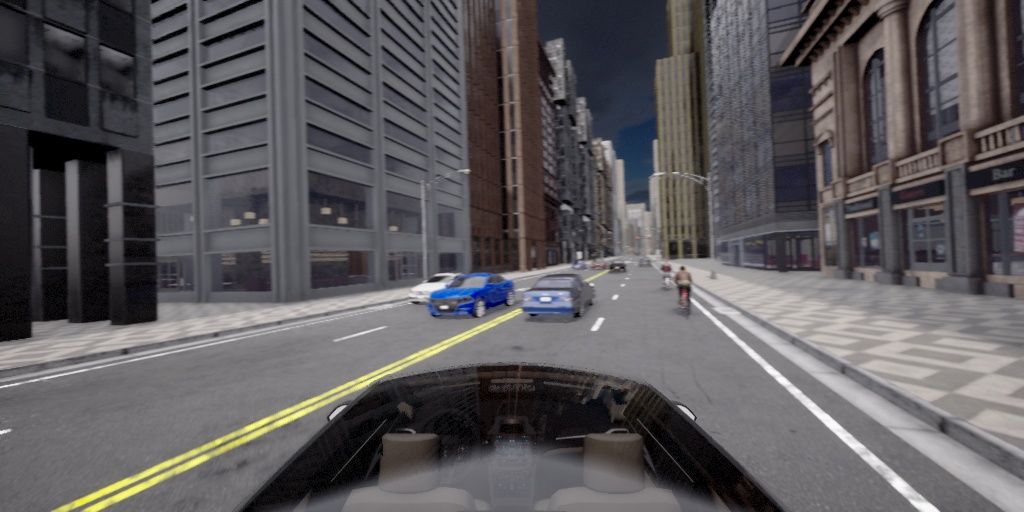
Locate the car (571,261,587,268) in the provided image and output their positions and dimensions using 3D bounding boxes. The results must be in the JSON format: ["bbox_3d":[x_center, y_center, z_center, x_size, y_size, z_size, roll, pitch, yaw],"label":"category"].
[{"bbox_3d":[10.735,1.463,57.226,1.812,1.442,4.674,-2,-1,20],"label":"car"}]

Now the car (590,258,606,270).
[{"bbox_3d":[13.097,1.175,54.250,2.097,1.767,4.553,-2,0,20],"label":"car"}]

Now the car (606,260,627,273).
[{"bbox_3d":[13.108,1.213,44.244,1.882,1.535,5.008,-2,-1,20],"label":"car"}]

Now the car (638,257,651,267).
[{"bbox_3d":[22.077,1.015,59.436,2.128,1.511,4.902,-2,-1,20],"label":"car"}]

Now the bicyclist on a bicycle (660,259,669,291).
[{"bbox_3d":[8.473,1.028,19.666,0.659,1.776,1.843,-2,-1,20],"label":"bicyclist on a bicycle"}]

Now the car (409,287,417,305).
[{"bbox_3d":[-3.362,1.605,18.518,1.812,1.442,4.674,-2,-1,20],"label":"car"}]

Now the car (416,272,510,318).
[{"bbox_3d":[-1.430,1.438,14.333,1.882,1.535,5.008,-2,-1,20],"label":"car"}]

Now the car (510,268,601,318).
[{"bbox_3d":[1.900,1.376,13.396,2.033,1.411,5.357,-2,-1,20],"label":"car"}]

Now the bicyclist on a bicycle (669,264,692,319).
[{"bbox_3d":[5.474,1.127,11.408,0.582,1.620,1.656,-2,-1,20],"label":"bicyclist on a bicycle"}]
